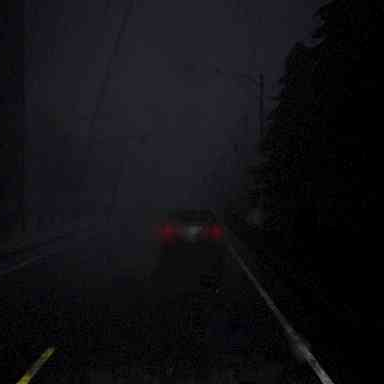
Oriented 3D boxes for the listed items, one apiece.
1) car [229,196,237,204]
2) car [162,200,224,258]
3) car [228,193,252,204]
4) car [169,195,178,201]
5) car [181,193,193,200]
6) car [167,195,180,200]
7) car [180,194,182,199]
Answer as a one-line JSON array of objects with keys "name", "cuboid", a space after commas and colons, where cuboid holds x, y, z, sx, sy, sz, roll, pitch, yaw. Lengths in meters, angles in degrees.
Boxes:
[{"name": "car", "cuboid": [8.877, 1.110, 56.160, 4.605, 1.855, 1.932, 0, 0, -1]}, {"name": "car", "cuboid": [0.050, 1.343, 12.919, 2.097, 1.767, 4.553, 0, 0, 1]}, {"name": "car", "cuboid": [8.464, 1.110, 58.670, 3.866, 1.878, 1.905, 0, 0, -1]}, {"name": "car", "cuboid": [-4.753, 1.457, 84.503, 1.994, 1.385, 4.181, 0, 0, -7]}, {"name": "car", "cuboid": [-0.900, 1.505, 80.801, 1.895, 1.301, 4.718, 0, 0, -7]}, {"name": "car", "cuboid": [-4.052, 1.453, 68.768, 1.812, 1.442, 4.674, 0, 0, 0]}, {"name": "car", "cuboid": [-2.184, 1.102, 90.934, 2.097, 1.767, 4.553, 0, 0, -13]}]
